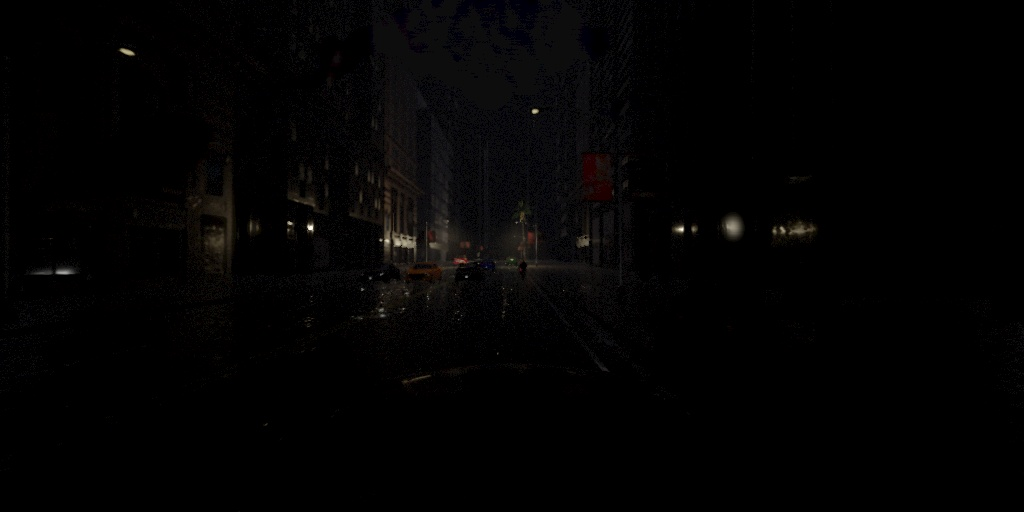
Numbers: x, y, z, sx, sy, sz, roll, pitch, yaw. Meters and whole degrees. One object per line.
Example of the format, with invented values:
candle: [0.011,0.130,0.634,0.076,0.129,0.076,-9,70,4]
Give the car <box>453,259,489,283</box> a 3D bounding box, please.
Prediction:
car: [-3.150,1.231,27.374,2.128,1.511,4.902,0,0,0]

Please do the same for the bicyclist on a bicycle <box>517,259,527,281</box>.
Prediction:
bicyclist on a bicycle: [0.893,1.110,27.713,0.659,1.776,1.843,0,0,0]

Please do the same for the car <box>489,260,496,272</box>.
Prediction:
car: [-3.151,1.198,46.744,1.882,1.535,5.008,0,0,0]

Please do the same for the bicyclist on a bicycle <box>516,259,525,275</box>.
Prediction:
bicyclist on a bicycle: [0.904,1.169,37.382,0.866,1.612,1.509,0,0,0]

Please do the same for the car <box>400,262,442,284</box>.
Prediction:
car: [-6.596,1.217,27.255,1.882,1.535,5.008,0,0,0]

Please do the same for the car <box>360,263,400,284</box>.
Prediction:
car: [-9.846,1.265,27.249,1.812,1.442,4.674,0,0,0]
